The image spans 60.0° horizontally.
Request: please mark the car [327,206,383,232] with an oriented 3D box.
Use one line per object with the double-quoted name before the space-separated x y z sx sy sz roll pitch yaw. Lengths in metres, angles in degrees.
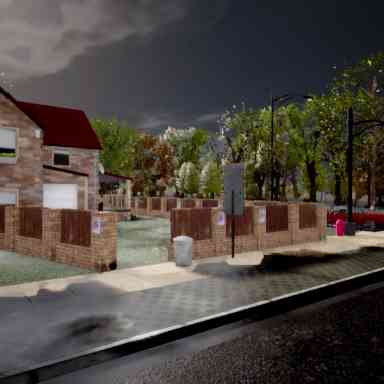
"car" 9.760 1.558 20.227 1.895 1.301 4.718 0 0 -33
